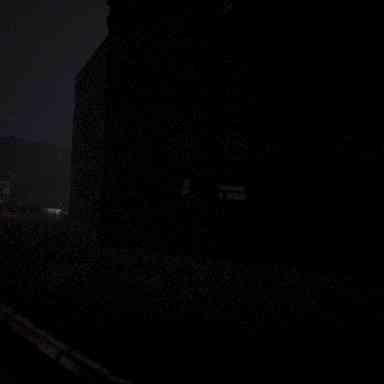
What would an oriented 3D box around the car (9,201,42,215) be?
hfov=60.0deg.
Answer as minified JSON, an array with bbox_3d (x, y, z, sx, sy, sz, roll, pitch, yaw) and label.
[{"bbox_3d":[-19.802,1.840,39.856,1.882,1.535,5.008,4,-1,3],"label":"car"}]

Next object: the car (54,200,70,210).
[{"bbox_3d":[-18.624,2.138,51.765,2.128,1.511,4.902,4,-1,11],"label":"car"}]

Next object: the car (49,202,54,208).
[{"bbox_3d":[-21.475,1.979,54.852,1.812,1.442,4.674,4,-1,11],"label":"car"}]
